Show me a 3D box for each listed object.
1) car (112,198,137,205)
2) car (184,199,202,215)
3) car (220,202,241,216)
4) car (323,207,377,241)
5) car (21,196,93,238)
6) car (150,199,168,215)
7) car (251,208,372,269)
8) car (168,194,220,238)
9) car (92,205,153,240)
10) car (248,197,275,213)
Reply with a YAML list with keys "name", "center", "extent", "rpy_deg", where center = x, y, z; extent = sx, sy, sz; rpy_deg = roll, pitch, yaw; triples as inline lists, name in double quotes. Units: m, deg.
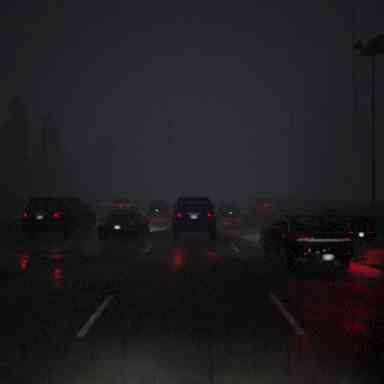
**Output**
- name: "car"
  center: [-6.914, 1.380, 34.367]
  extent: [2.097, 1.767, 4.553]
  rpy_deg: [0, 0, 0]
- name: "car"
  center: [0.071, 1.555, 35.702]
  extent: [1.812, 1.442, 4.674]
  rpy_deg: [0, 0, 0]
- name: "car"
  center: [3.586, 1.628, 33.100]
  extent: [1.895, 1.301, 4.718]
  rpy_deg: [0, 0, 0]
- name: "car"
  center: [7.093, 1.518, 16.349]
  extent: [1.837, 1.490, 4.892]
  rpy_deg: [0, 0, 0]
- name: "car"
  center: [-6.906, 1.236, 17.766]
  extent: [2.150, 2.045, 5.566]
  rpy_deg: [0, 0, 0]
- name: "car"
  center: [-3.414, 1.533, 34.699]
  extent: [1.837, 1.490, 4.892]
  rpy_deg: [0, 0, 0]
- name: "car"
  center: [3.594, 1.501, 11.183]
  extent: [2.128, 1.511, 4.902]
  rpy_deg: [0, 0, 0]
- name: "car"
  center: [0.094, 1.236, 17.936]
  extent: [2.150, 2.045, 5.566]
  rpy_deg: [0, 0, 0]
- name: "car"
  center: [-3.407, 1.578, 17.141]
  extent: [1.994, 1.385, 4.181]
  rpy_deg: [0, 0, 0]
- name: "car"
  center: [7.087, 1.380, 34.355]
  extent: [2.097, 1.767, 4.553]
  rpy_deg: [0, 0, 0]
